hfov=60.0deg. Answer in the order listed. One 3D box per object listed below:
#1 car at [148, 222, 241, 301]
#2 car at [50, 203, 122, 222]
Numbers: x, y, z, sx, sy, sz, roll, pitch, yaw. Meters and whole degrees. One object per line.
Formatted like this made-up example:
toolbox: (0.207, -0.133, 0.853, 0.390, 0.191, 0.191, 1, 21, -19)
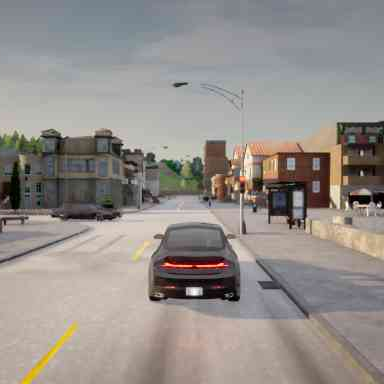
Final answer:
car: (0.064, 1.505, 8.288, 1.837, 1.490, 4.892, 0, 0, 1)
car: (-8.184, 1.547, 25.762, 5.357, 1.411, 2.033, 0, 0, 14)
